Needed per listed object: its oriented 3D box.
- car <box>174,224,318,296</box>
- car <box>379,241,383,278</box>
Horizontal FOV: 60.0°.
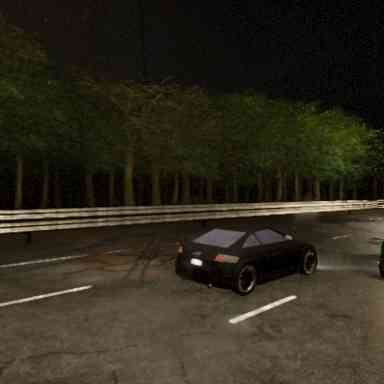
[{"bbox_3d":[1.565,1.537,8.745,4.181,1.385,1.994,1,0,-43],"label":"car"},{"bbox_3d":[6.945,1.385,9.107,4.553,1.767,2.097,0,0,-43],"label":"car"}]
